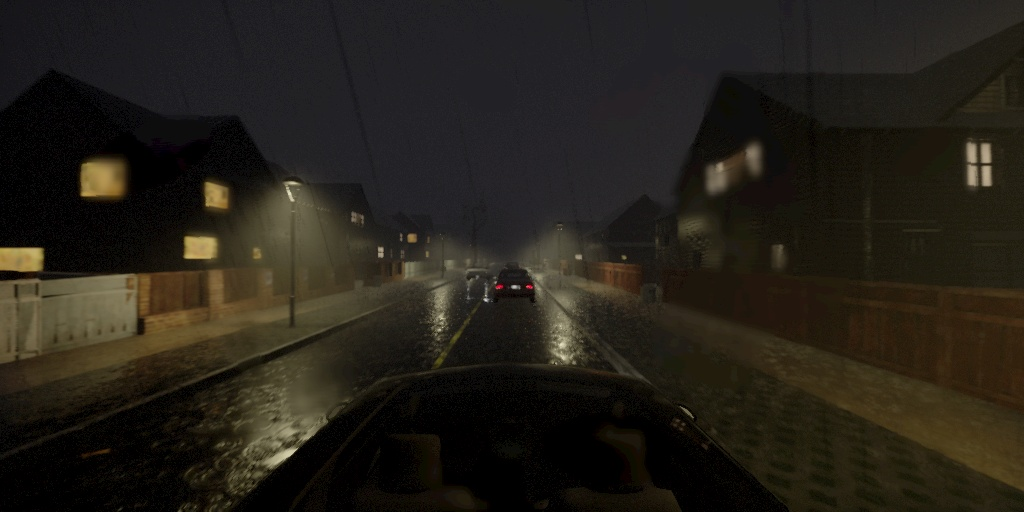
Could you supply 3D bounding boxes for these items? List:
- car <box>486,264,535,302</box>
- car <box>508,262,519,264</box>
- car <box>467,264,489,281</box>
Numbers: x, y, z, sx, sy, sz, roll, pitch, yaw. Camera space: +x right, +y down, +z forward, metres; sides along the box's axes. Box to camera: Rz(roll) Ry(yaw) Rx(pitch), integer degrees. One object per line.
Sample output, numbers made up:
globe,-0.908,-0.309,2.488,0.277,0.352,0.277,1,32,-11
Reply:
car,0.098,1.302,16.886,2.033,1.411,5.357,0,0,0
car,0.095,1.335,37.637,1.994,1.385,4.181,0,0,0
car,-2.754,1.364,30.890,1.895,1.301,4.718,0,0,0
